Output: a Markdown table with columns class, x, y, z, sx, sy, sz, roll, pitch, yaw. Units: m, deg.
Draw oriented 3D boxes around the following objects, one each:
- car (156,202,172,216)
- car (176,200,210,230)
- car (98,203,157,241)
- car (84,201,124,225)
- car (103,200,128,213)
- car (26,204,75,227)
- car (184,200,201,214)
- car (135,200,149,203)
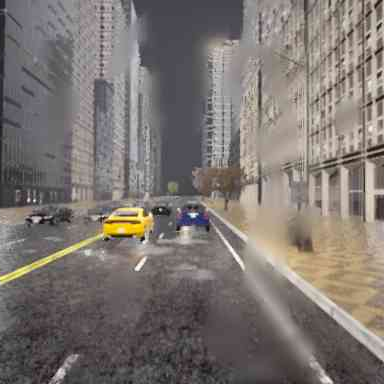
| class | x | y | z | sx | sy | sz | roll | pitch | yaw |
| --- | --- | --- | --- | --- | --- | --- | --- | --- | --- |
| car | -3.195 | 1.799 | 35.725 | 1.994 | 1.385 | 4.181 | 0 | 0 | 0 |
| car | 0.075 | 1.509 | 22.373 | 2.097 | 1.767 | 4.553 | 0 | 0 | 0 |
| car | -3.170 | 1.580 | 17.403 | 1.882 | 1.535 | 5.008 | 0 | 0 | 0 |
| car | -6.626 | 1.630 | 25.116 | 2.128 | 1.511 | 4.902 | 0 | 0 | 0 |
| car | -9.806 | 1.842 | 43.190 | 2.033 | 1.411 | 5.357 | 0 | 0 | 0 |
| car | -9.874 | 1.600 | 23.495 | 2.128 | 1.511 | 4.902 | 0 | 0 | 0 |
| car | 0.050 | 1.767 | 40.723 | 1.882 | 1.535 | 5.008 | 0 | 0 | 0 |
| car | -6.556 | 1.798 | 43.196 | 2.128 | 1.511 | 4.902 | 0 | 0 | 0 |
